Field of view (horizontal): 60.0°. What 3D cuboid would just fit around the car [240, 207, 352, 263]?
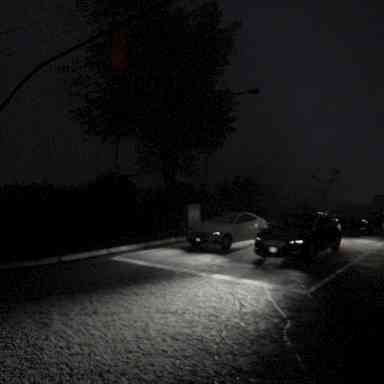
[{"bbox_3d":[4.047,1.535,12.307,2.128,1.511,4.902,-1,0,39],"label":"car"}]

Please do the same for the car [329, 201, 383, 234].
[{"bbox_3d":[9.935,1.508,19.681,1.882,1.535,5.008,-1,0,39],"label":"car"}]

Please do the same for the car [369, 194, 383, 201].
[{"bbox_3d":[16.225,1.218,27.686,2.150,2.045,5.566,-1,0,38],"label":"car"}]

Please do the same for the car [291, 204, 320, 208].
[{"bbox_3d":[7.465,1.563,22.198,2.128,1.511,4.902,-1,0,38],"label":"car"}]

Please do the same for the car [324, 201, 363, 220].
[{"bbox_3d":[13.898,1.581,30.382,2.033,1.411,5.357,-1,0,38],"label":"car"}]

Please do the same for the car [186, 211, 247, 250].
[{"bbox_3d":[1.734,1.610,15.014,1.812,1.442,4.674,-1,-1,40],"label":"car"}]
